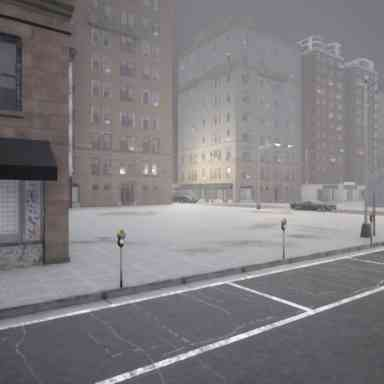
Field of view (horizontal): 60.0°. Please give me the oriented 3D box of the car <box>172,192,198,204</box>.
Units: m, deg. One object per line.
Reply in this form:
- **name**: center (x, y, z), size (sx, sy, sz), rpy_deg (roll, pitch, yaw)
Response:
- **car**: center (-1.307, 1.011, 55.321), size (2.150, 2.045, 5.566), rpy_deg (0, 0, -35)

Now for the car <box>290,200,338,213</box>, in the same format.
- **car**: center (12.852, 1.500, 35.219), size (1.895, 1.301, 4.718), rpy_deg (0, 0, -35)
